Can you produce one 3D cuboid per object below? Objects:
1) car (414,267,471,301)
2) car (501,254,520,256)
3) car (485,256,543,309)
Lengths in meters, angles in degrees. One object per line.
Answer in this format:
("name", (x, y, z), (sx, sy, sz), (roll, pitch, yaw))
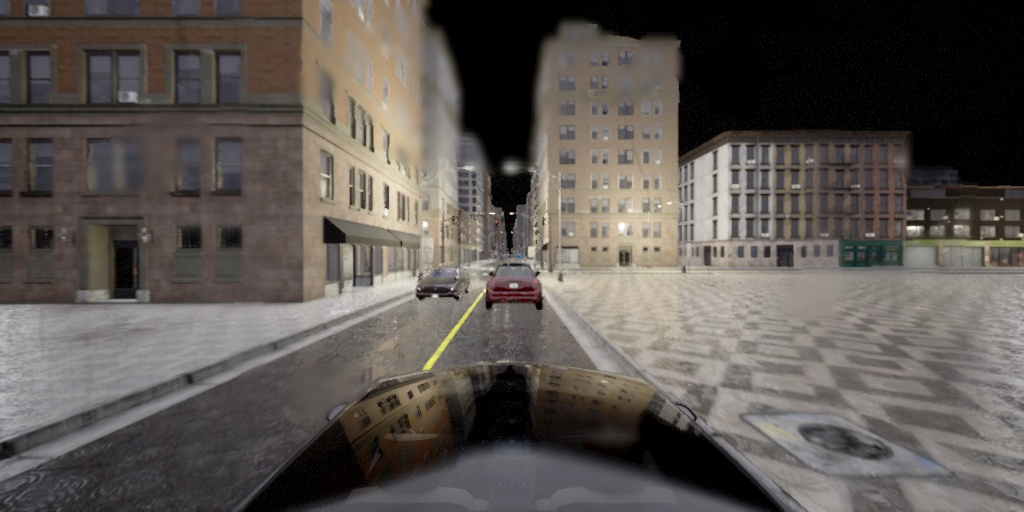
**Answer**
("car", (-3.072, 1.209, 17.021), (2.033, 1.411, 5.357), (0, 0, 0))
("car", (0.058, 0.941, 29.641), (2.097, 1.767, 4.553), (0, 0, -1))
("car", (0.100, 1.029, 14.674), (2.097, 1.767, 4.553), (0, 1, 1))
